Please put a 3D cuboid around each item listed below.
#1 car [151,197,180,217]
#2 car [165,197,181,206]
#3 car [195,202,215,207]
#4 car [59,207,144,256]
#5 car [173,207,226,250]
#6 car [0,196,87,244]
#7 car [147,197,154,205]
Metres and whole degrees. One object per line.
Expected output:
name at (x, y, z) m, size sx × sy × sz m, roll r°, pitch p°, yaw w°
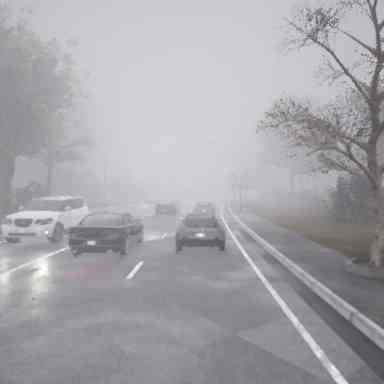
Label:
car at (-2.276, 1.488, 31.752) m, size 1.882 × 1.535 × 5.008 m, roll 0°, pitch 0°, yaw 4°
car at (-3.313, 1.636, 59.478) m, size 2.033 × 1.411 × 5.357 m, roll 0°, pitch 0°, yaw 7°
car at (1.168, 1.577, 30.734) m, size 1.994 × 1.385 × 4.181 m, roll 0°, pitch 0°, yaw 4°
car at (-3.166, 1.481, 13.149) m, size 1.882 × 1.535 × 5.008 m, roll 0°, pitch 0°, yaw 2°
car at (0.378, 1.570, 14.391) m, size 1.994 × 1.385 × 4.181 m, roll 0°, pitch 0°, yaw 2°
car at (-6.778, 1.222, 16.184) m, size 2.150 × 2.045 × 5.566 m, roll 0°, pitch 0°, yaw 2°
car at (-6.787, 1.565, 59.902) m, size 1.812 × 1.442 × 4.674 m, roll 0°, pitch 0°, yaw 7°
